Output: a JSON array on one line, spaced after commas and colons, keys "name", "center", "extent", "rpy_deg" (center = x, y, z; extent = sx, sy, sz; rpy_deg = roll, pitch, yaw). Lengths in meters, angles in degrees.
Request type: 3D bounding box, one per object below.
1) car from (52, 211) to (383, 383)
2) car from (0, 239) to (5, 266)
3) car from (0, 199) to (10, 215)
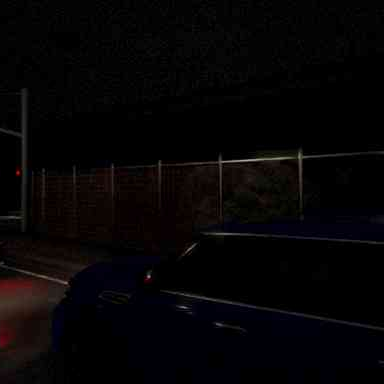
[{"name": "car", "center": [0.963, 1.221, 3.303], "extent": [5.566, 2.045, 2.150], "rpy_deg": [0, 0, 35]}, {"name": "car", "center": [-7.051, 1.492, 9.021], "extent": [4.902, 1.511, 2.128], "rpy_deg": [0, 0, 33]}, {"name": "car", "center": [-20.148, 1.407, 31.886], "extent": [2.097, 1.767, 4.553], "rpy_deg": [0, 0, 37]}]
